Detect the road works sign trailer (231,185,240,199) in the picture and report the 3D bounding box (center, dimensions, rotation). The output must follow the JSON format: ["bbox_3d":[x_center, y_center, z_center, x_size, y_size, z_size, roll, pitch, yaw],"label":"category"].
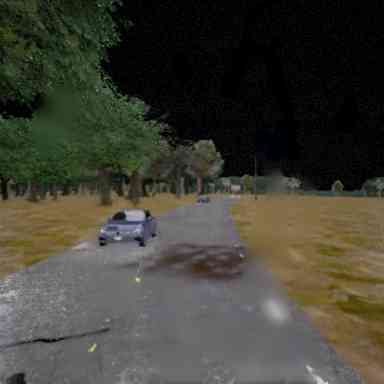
[{"bbox_3d":[11.237,-0.065,85.300,2.380,3.560,2.880,0,0,12],"label":"road works sign trailer"}]

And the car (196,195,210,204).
[{"bbox_3d":[1.981,1.246,56.885,2.033,1.411,5.357,0,0,10],"label":"car"}]

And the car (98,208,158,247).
[{"bbox_3d":[-2.680,1.470,14.851,1.812,1.442,4.674,0,0,3],"label":"car"}]
